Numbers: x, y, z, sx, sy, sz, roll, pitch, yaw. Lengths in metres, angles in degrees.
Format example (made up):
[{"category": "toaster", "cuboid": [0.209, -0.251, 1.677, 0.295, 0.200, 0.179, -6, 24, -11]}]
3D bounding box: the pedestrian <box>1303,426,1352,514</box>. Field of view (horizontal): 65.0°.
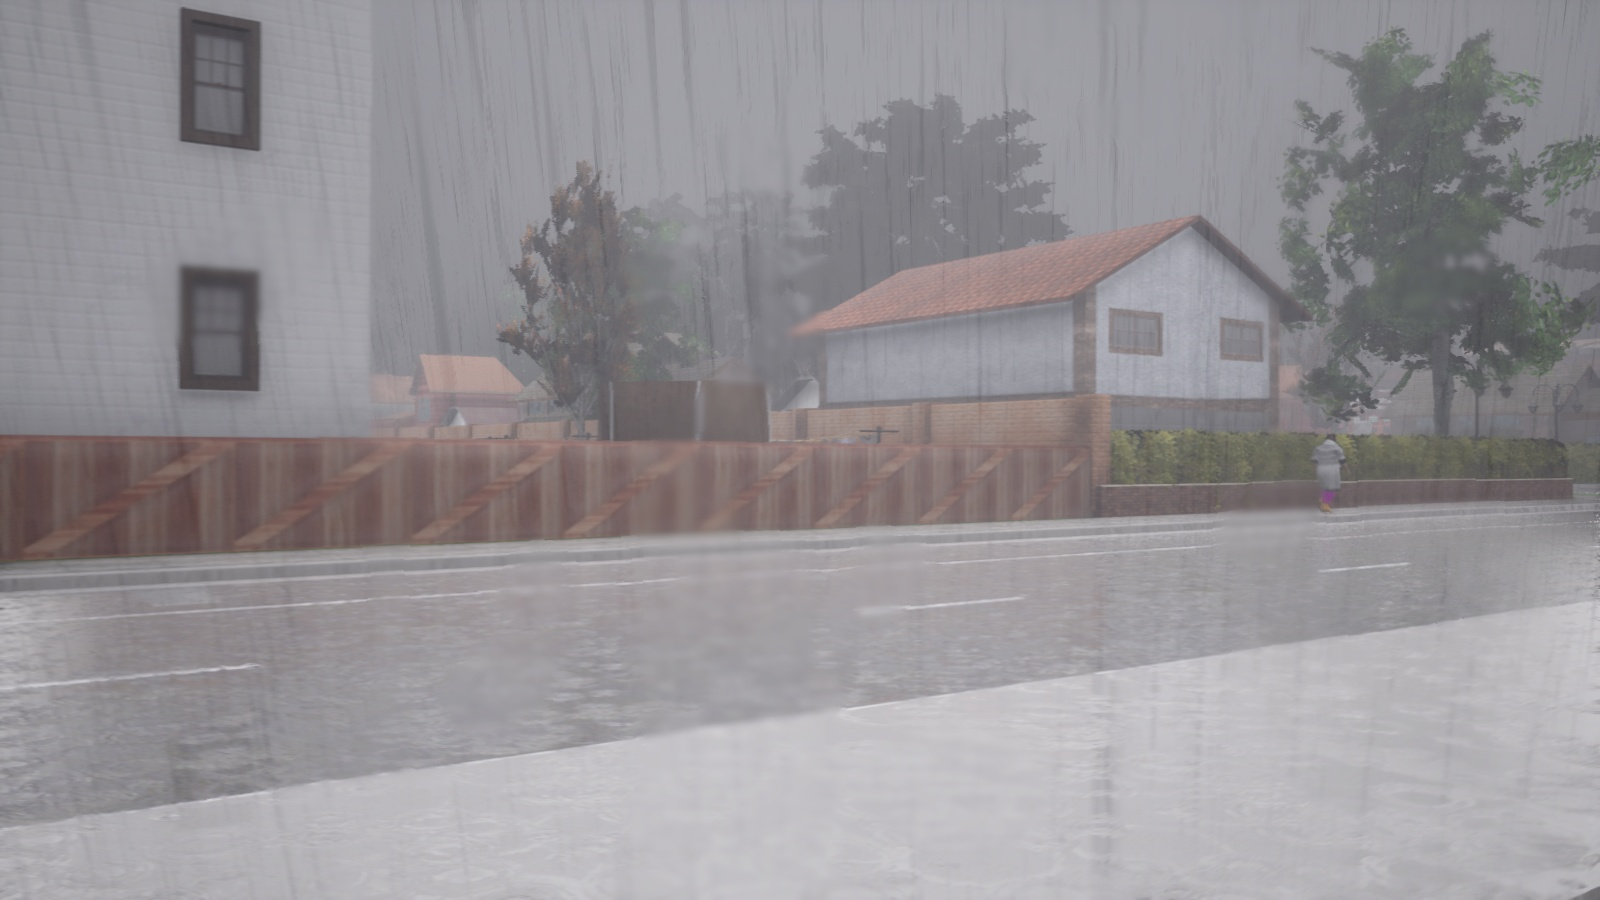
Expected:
[{"category": "pedestrian", "cuboid": [11.982, 0.444, 28.531, 0.873, 1.952, 0.659, 0, 0, -36]}]
